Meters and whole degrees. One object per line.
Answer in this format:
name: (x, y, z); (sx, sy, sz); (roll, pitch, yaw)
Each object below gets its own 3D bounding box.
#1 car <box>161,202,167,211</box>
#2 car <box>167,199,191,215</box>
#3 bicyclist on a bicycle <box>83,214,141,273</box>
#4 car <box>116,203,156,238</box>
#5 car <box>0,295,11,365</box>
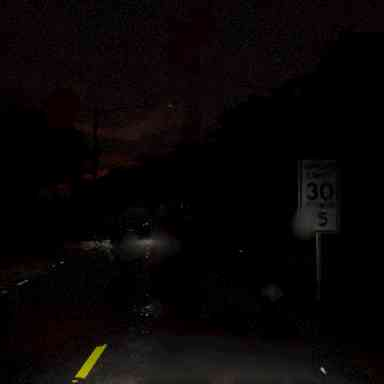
car: (-3.416, 2.122, 48.764); (1.994, 1.385, 4.181); (0, -2, -12)
car: (-1.368, 1.584, 37.147); (2.097, 1.767, 4.553); (0, -1, -8)
bicyclist on a bicycle: (-2.287, 1.455, 9.421); (1.656, 1.620, 0.582); (-2, 0, 1)
car: (-2.943, 1.528, 17.948); (1.812, 1.442, 4.674); (0, 0, -2)
car: (-3.147, 1.526, 2.225); (1.812, 1.442, 4.674); (0, 0, 3)
